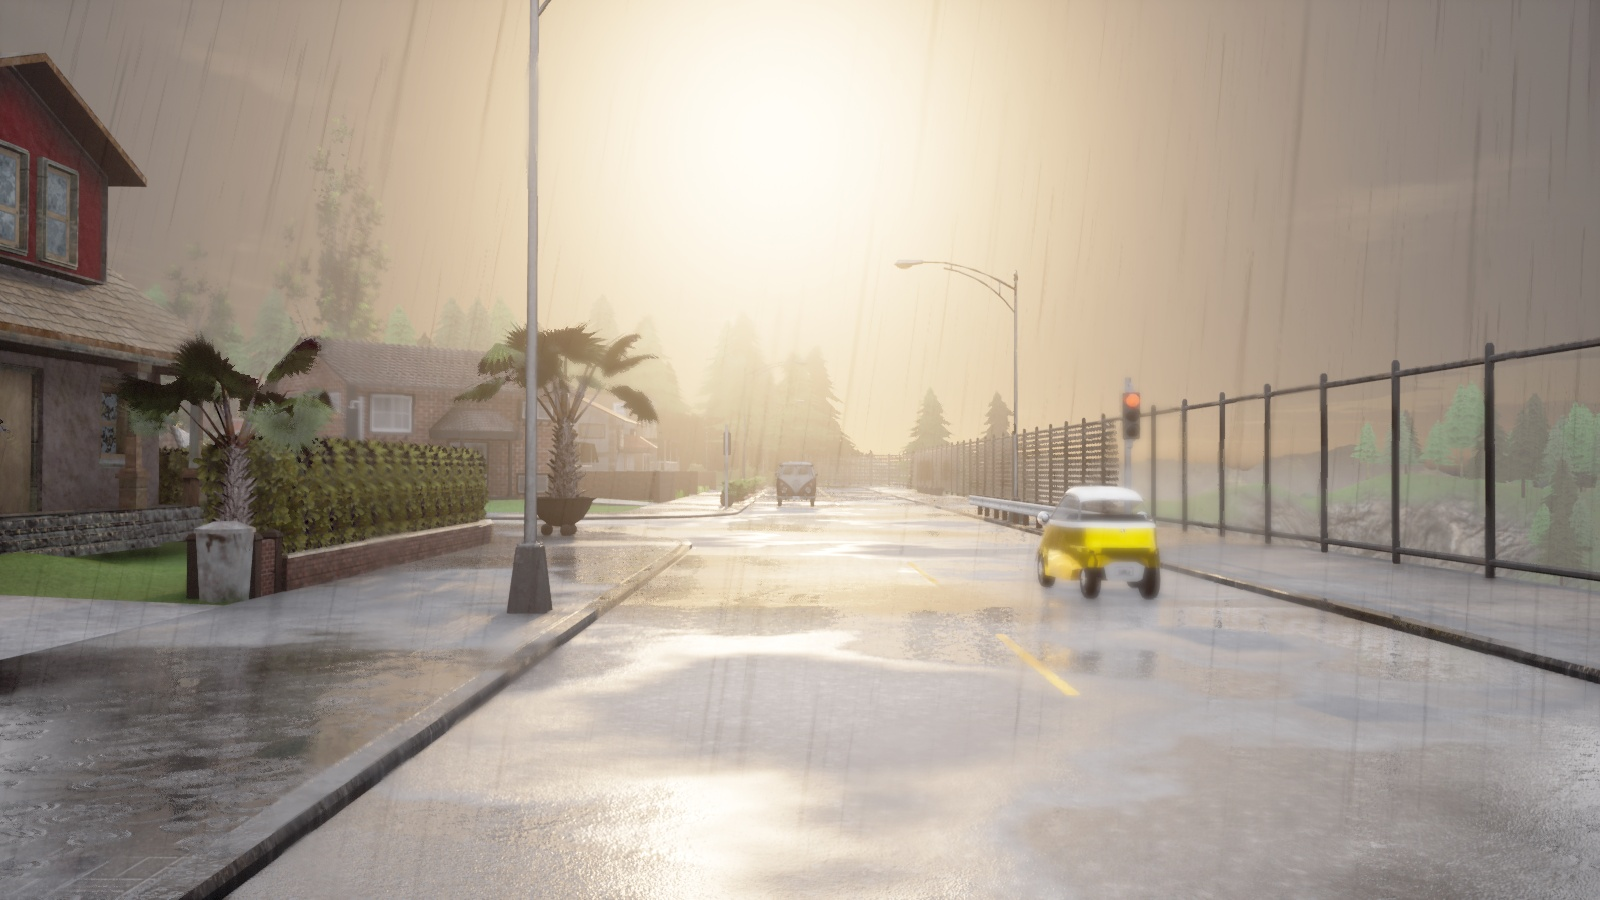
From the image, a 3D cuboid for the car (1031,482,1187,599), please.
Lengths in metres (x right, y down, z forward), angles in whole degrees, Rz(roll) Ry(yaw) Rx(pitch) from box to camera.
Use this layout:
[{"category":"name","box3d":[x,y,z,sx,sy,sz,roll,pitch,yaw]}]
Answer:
[{"category":"car","box3d":[3.959,1.128,16.375,1.481,1.376,2.207,0,-1,0]}]

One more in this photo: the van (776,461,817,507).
[{"category":"van","box3d":[-0.157,1.509,56.159,1.775,1.987,4.442,0,-1,0]}]
